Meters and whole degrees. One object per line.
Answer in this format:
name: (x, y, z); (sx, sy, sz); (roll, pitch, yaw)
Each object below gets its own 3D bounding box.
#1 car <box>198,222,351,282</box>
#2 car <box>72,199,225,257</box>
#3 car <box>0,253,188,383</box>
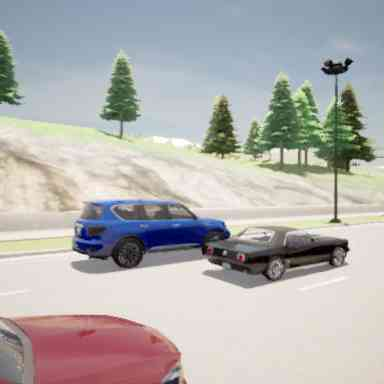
car: (2.720, 1.664, 9.985); (4.718, 1.301, 1.895); (1, 0, -35)
car: (-1.196, 1.266, 11.491); (5.566, 2.045, 2.150); (1, 0, -35)
car: (-2.176, 1.521, 2.192); (4.674, 1.442, 1.812); (1, 0, -36)
